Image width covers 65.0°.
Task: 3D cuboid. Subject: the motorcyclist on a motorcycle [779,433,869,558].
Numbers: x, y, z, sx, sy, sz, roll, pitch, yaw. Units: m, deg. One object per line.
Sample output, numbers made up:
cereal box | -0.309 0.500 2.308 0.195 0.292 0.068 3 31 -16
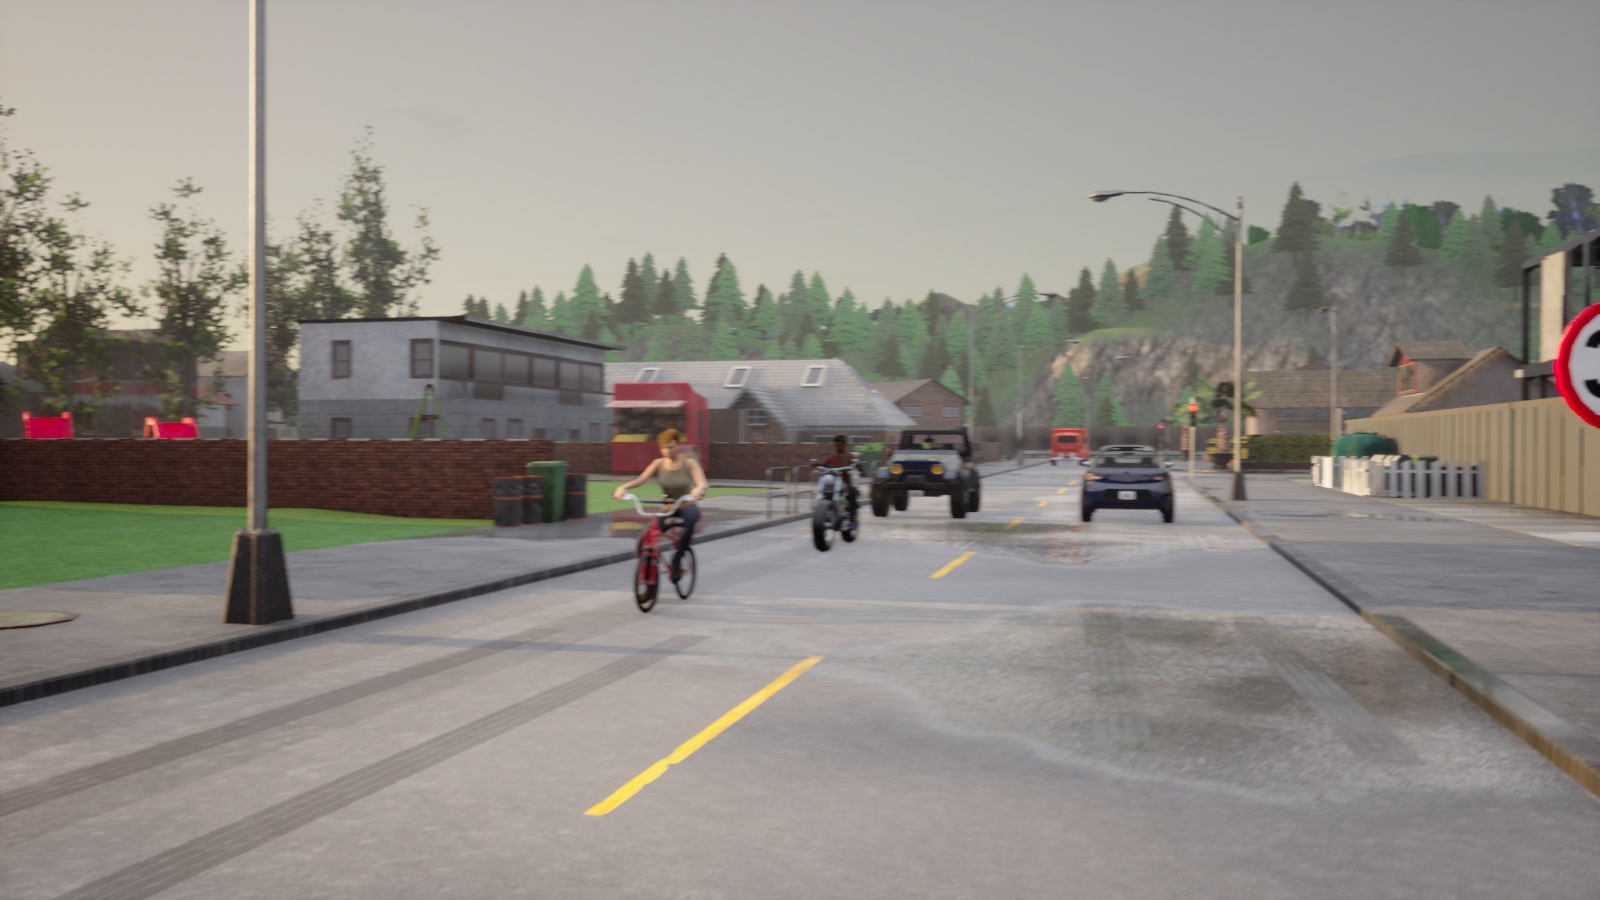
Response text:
motorcyclist on a motorcycle | 0.380 0.593 17.912 0.766 1.649 2.350 0 1 14

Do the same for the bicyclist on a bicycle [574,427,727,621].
bicyclist on a bicycle | -1.306 0.611 11.293 0.866 1.612 1.509 0 0 15

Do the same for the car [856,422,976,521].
car | 2.485 0.399 26.136 1.905 1.878 3.866 0 0 14

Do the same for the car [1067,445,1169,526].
car | 6.395 0.637 25.281 1.816 1.474 4.193 0 0 14

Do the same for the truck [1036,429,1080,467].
truck | 17.337 -0.165 84.136 2.627 2.467 5.204 0 0 14
